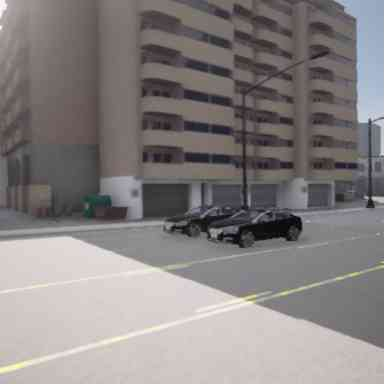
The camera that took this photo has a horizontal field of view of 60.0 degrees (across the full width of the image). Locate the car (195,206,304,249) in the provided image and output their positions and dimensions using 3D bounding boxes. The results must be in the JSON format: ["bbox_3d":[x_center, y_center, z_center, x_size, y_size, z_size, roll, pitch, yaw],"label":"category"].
[{"bbox_3d":[2.866,1.479,14.634,4.902,1.511,2.128,0,0,-35],"label":"car"}]

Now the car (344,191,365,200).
[{"bbox_3d":[26.689,0.506,54.811,3.806,1.475,1.970,-3,2,-35],"label":"car"}]

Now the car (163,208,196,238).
[{"bbox_3d":[0.840,1.479,17.487,4.902,1.511,2.128,0,0,-35],"label":"car"}]
